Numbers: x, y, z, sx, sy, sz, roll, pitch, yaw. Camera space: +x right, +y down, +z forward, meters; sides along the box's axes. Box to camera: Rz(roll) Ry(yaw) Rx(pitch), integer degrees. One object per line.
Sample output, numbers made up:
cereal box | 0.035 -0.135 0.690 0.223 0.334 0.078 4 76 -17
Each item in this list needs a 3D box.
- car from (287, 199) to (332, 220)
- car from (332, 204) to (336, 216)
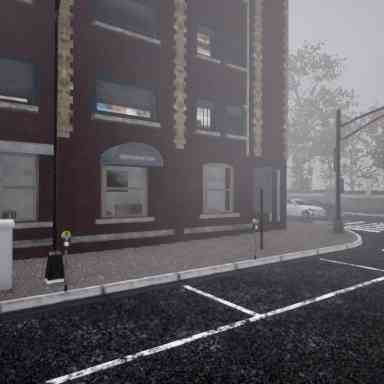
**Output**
car | 8.013 1.261 25.820 1.812 1.442 4.674 0 1 -36
car | 10.146 1.299 28.339 1.994 1.385 4.181 0 1 -36
